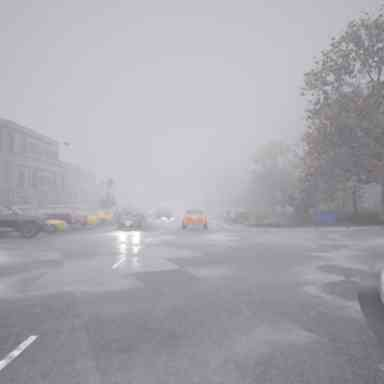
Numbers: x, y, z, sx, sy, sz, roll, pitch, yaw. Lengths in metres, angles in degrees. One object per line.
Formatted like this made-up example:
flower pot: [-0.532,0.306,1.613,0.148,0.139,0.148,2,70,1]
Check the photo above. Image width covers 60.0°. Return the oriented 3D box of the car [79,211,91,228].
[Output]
car: [-11.325,2.399,28.256,4.792,1.488,2.163,0,-3,-20]

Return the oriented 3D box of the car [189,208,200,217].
car: [0.487,4.239,67.756,2.097,1.767,4.553,0,-3,1]

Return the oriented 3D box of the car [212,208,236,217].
car: [6.899,4.481,72.037,4.553,1.767,2.185,2,-4,-19]

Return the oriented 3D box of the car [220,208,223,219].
car: [6.681,3.270,45.573,4.674,1.452,2.002,2,-3,-19]

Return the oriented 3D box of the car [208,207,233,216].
car: [6.986,4.831,80.860,5.566,2.045,2.435,2,-3,-19]

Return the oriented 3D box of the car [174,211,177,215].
car: [-4.523,4.434,66.774,1.895,1.301,4.718,0,-3,1]

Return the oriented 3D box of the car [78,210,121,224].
car: [-11.158,2.972,39.990,4.792,1.488,2.163,0,-3,-19]

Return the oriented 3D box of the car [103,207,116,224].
car: [-11.393,2.794,36.993,5.366,1.575,1.946,0,-3,-19]

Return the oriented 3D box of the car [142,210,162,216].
car: [-10.730,5.556,89.788,4.892,1.521,2.231,0,-4,-19]

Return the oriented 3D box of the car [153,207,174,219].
car: [-4.658,3.409,54.391,2.150,2.045,5.566,0,-3,1]

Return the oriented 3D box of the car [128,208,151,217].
car: [-10.948,4.324,69.280,4.553,1.767,2.185,0,-4,-19]

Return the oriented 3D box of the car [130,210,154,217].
car: [-10.894,4.607,72.209,4.892,1.521,2.231,0,-4,-19]

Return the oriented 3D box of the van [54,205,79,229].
van: [-11.215,2.002,25.394,4.442,1.987,1.878,0,-3,-20]

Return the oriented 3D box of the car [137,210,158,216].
car: [-10.808,5.120,80.997,4.674,1.452,2.002,0,-4,-19]

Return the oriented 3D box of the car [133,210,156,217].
car: [-10.833,4.794,75.150,4.792,1.488,2.163,0,-4,-19]

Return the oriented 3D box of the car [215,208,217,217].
car: [6.755,3.717,54.401,4.674,1.452,2.002,2,-3,-19]

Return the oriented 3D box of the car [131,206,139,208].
car: [-11.137,3.129,48.775,5.566,2.045,2.435,0,-3,-19]

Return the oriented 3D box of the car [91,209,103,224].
car: [-11.449,2.508,31.139,5.366,1.575,1.946,0,-3,-20]

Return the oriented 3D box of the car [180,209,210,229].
car: [0.237,2.335,30.176,2.097,1.767,4.553,0,-3,0]

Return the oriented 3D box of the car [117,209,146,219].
car: [-10.992,3.983,60.492,5.008,1.535,2.097,0,-3,-19]

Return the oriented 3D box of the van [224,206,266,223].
van: [6.515,2.710,39.666,4.442,1.987,1.878,2,-3,-19]

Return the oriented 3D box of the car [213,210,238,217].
car: [6.925,4.480,69.109,4.792,1.488,2.163,2,-3,-19]

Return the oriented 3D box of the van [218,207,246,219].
van: [6.899,3.608,57.393,4.442,1.987,1.878,2,-3,-19]

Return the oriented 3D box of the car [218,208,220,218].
car: [6.706,3.418,48.515,4.674,1.452,2.002,2,-3,-19]

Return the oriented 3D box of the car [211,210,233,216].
car: [7.006,4.955,77.931,4.792,1.488,2.163,2,-4,-19]

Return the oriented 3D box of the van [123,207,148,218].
van: [-10.866,3.912,63.477,4.442,1.987,1.878,0,-3,-19]

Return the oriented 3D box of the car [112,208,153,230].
car: [-4.976,2.384,28.375,2.128,1.511,4.902,0,-3,1]

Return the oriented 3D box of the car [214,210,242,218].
car: [6.834,4.138,63.221,4.892,1.521,2.231,2,-3,-19]

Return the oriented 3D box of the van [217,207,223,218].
van: [6.627,3.298,51.427,4.442,1.987,1.878,2,-3,-19]

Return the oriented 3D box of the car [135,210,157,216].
car: [-10.843,4.923,78.073,4.892,1.521,2.231,0,-4,-20]

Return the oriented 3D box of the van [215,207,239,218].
van: [6.979,4.072,66.217,4.442,1.987,1.878,2,-3,-19]

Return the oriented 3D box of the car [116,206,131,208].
car: [-11.170,3.107,45.849,4.553,1.767,2.185,0,-3,-19]

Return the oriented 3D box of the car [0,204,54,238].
car: [-11.338,1.691,19.497,5.566,2.045,2.435,0,-3,-20]

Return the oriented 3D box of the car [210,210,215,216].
car: [6.640,3.974,60.217,5.366,1.575,1.946,2,-3,-19]

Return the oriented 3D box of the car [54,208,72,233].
car: [-11.168,2.081,22.471,5.366,1.575,1.946,0,-3,-20]

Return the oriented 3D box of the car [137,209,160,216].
car: [-10.950,5.234,83.861,5.366,1.575,1.946,0,-3,-19]
